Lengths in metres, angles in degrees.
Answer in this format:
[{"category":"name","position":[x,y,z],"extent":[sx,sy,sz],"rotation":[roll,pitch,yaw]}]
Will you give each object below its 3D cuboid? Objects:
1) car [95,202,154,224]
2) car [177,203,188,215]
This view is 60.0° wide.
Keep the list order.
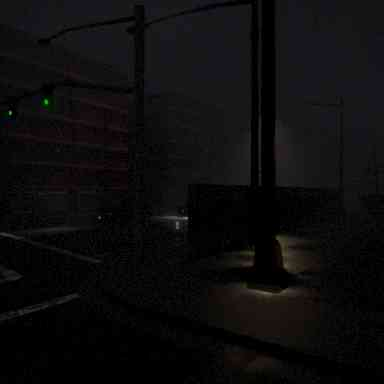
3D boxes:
[{"category":"car","position":[-4.911,1.486,24.772],"extent":[2.128,1.511,4.902],"rotation":[0,0,35]},{"category":"car","position":[0.527,1.500,32.516],"extent":[1.837,1.490,4.892],"rotation":[0,0,35]}]
